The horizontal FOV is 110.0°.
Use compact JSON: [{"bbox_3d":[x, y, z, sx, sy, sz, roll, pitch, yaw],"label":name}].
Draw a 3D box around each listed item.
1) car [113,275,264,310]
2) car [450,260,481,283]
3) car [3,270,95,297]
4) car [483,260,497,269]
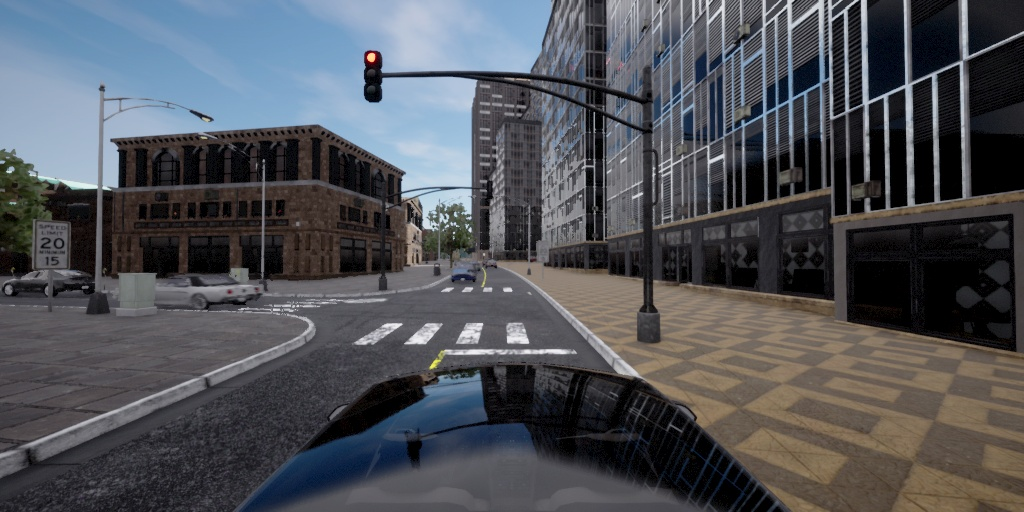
[{"bbox_3d":[-12.534,1.378,13.979,4.718,1.301,1.895,0,-1,6],"label":"car"},{"bbox_3d":[-3.684,1.297,28.305,2.033,1.411,5.357,0,0,-3],"label":"car"},{"bbox_3d":[-24.186,1.384,18.848,4.403,1.370,2.007,0,0,9],"label":"car"},{"bbox_3d":[-3.426,1.298,58.442,2.033,1.411,5.357,0,0,-7],"label":"car"}]
